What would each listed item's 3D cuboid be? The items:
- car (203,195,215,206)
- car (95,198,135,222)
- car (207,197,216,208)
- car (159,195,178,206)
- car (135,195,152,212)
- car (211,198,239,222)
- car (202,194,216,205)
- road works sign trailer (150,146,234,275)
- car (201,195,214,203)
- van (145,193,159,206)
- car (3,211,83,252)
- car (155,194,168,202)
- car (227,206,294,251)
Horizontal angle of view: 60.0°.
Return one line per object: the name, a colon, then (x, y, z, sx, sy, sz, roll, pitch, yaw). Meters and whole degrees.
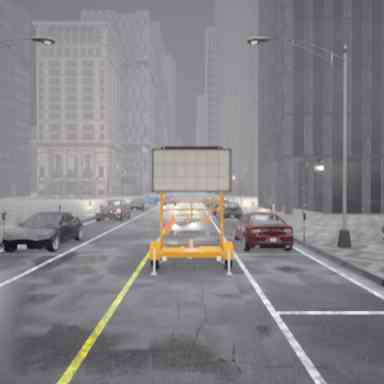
car: (2.716, 1.277, 41.859, 1.752, 1.417, 4.829, 0, 0, 0)
car: (-5.791, 1.297, 24.756, 1.967, 1.590, 4.097, 0, 0, 0)
car: (2.729, 1.389, 30.408, 1.947, 1.339, 4.313, 0, 0, 0)
car: (-3.116, 1.225, 47.167, 1.837, 1.490, 4.892, 0, 0, 0)
car: (-5.803, 1.354, 36.039, 1.947, 1.339, 4.313, 0, 0, 0)
car: (2.735, 1.408, 24.768, 2.008, 1.369, 4.403, 0, 0, 0)
car: (2.704, 1.120, 52.971, 1.967, 1.590, 4.097, 0, 0, 0)
road works sign trailer: (-0.010, 0.406, 10.213, 2.380, 3.560, 2.880, 0, 0, 0)
car: (2.698, 1.194, 58.612, 2.008, 1.369, 4.403, 0, 0, 0)
van: (-5.815, 1.058, 47.319, 1.690, 1.788, 3.998, 0, 0, 0)
car: (-5.779, 1.489, 13.475, 1.947, 1.339, 4.313, 0, 0, 0)
car: (-5.833, 1.156, 64.243, 2.008, 1.369, 4.403, 0, 0, 0)
car: (2.747, 1.468, 13.487, 1.887, 1.381, 4.507, 0, 0, 0)
